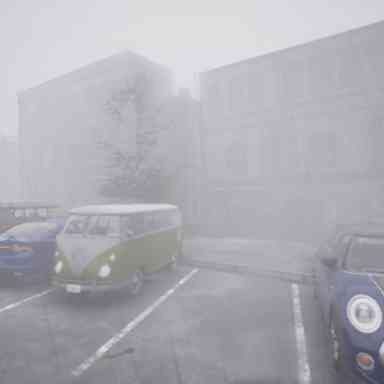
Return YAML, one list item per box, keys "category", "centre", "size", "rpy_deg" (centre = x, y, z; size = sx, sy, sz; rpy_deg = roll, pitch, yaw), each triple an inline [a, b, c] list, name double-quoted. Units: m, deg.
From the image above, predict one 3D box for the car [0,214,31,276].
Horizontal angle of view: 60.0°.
- category: "car"
  centre: [-4.031, 1.555, 10.322]
  size: [2.097, 1.535, 5.008]
  rpy_deg: [0, -1, 16]

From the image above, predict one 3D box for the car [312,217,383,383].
- category: "car"
  centre: [3.149, 1.363, 5.246]
  size: [2.185, 1.767, 4.553]
  rpy_deg: [0, -1, 16]

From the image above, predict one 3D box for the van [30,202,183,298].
- category: "van"
  centre: [-1.666, 1.304, 8.513]
  size: [1.878, 1.987, 4.442]
  rpy_deg: [0, -1, 16]

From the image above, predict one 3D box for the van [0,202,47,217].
- category: "van"
  centre: [-6.388, 1.356, 12.148]
  size: [1.878, 1.987, 4.442]
  rpy_deg: [0, -1, 16]
